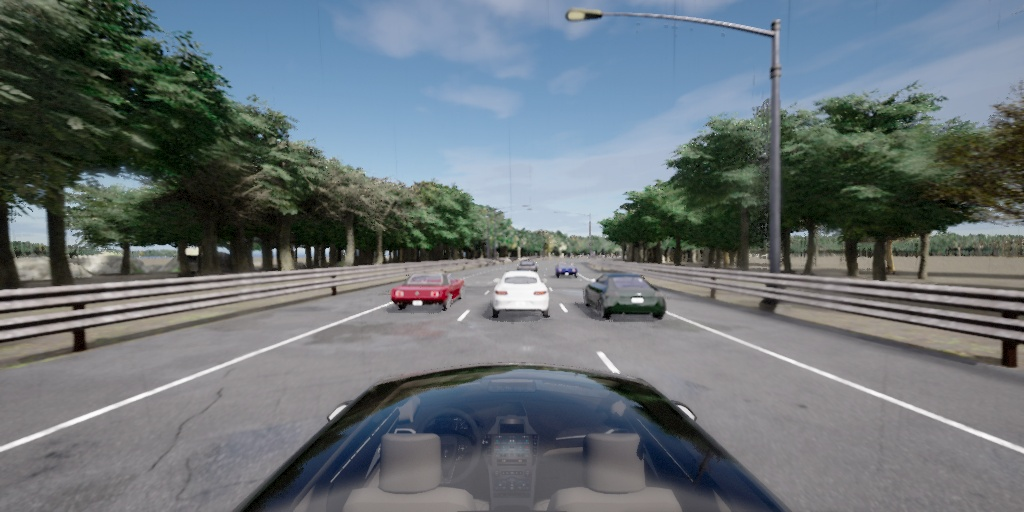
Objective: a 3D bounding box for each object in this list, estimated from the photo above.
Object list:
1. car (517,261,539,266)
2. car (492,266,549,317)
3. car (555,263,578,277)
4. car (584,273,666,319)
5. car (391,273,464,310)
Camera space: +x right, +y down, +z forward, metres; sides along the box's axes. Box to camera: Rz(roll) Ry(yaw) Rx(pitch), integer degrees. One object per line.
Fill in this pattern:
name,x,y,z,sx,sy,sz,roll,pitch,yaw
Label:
car,1.462,1.162,33.321,2.128,1.511,4.902,0,0,4
car,0.317,1.248,12.910,1.812,1.442,4.674,0,0,2
car,4.982,1.276,33.529,1.895,1.301,4.718,0,0,5
car,3.818,1.292,12.761,1.994,1.385,4.181,0,0,2
car,-3.142,1.315,14.442,1.895,1.301,4.718,0,0,2
